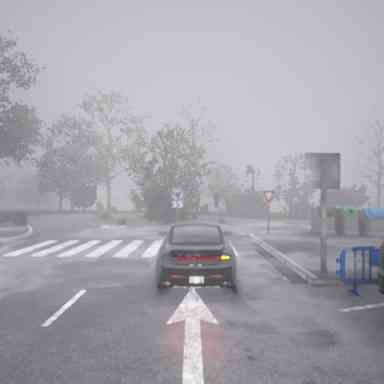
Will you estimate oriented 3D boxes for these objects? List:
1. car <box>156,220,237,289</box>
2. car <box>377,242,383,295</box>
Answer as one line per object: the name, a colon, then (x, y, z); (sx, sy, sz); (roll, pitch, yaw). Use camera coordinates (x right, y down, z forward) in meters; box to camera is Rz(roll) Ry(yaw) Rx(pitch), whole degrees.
car: (0.097, 1.547, 9.236); (1.837, 1.490, 4.892); (0, 0, 0)
car: (6.026, 1.263, 6.004); (5.566, 2.045, 2.435); (1, -1, -20)
